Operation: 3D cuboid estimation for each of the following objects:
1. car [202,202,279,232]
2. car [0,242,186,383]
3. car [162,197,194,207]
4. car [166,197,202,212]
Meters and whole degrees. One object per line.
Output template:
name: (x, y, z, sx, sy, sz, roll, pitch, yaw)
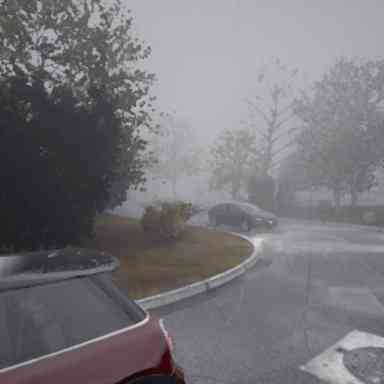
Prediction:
car: (2.830, 1.339, 19.164, 1.837, 1.490, 4.892, 0, -1, -31)
car: (-2.294, 1.365, 2.185, 4.553, 1.767, 2.097, -1, 1, -38)
car: (-1.869, 1.340, 46.137, 4.181, 1.385, 1.994, 0, 0, 4)
car: (-0.889, 1.359, 31.012, 2.033, 1.411, 5.357, 0, 0, -29)
